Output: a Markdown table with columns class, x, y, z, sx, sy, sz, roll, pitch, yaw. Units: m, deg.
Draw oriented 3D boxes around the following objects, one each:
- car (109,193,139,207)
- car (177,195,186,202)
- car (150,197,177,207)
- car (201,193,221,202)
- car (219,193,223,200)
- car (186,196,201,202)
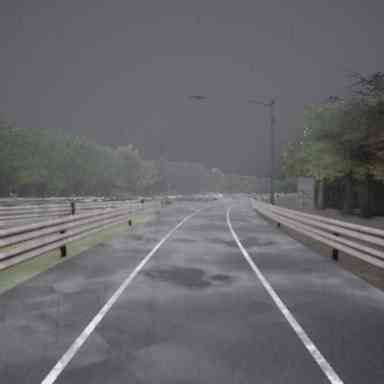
| class | x | y | z | sx | sy | sz | roll | pitch | yaw |
| --- | --- | --- | --- | --- | --- | --- | --- | --- | --- |
| car | -9.386 | 1.132 | 46.304 | 2.150 | 2.045 | 5.566 | 0 | 0 | 19 |
| car | -2.324 | 1.509 | 77.636 | 2.128 | 1.511 | 4.902 | 0 | 0 | 19 |
| car | -4.463 | 1.541 | 49.875 | 1.895 | 1.301 | 4.718 | 0 | 0 | 19 |
| car | 4.305 | 1.548 | 75.390 | 2.033 | 1.411 | 5.357 | 0 | 0 | 19 |
| car | 7.261 | 1.241 | 94.760 | 2.150 | 2.045 | 5.566 | 0 | 0 | 19 |
| car | 0.983 | 1.536 | 76.490 | 2.033 | 1.411 | 5.357 | 0 | 0 | 19 |
